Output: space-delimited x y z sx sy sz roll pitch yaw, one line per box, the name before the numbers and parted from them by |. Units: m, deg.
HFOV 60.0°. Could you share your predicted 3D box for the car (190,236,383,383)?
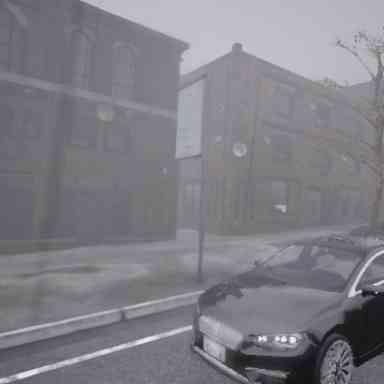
car | 2.242 1.508 5.164 4.902 1.511 2.128 0 0 -36
